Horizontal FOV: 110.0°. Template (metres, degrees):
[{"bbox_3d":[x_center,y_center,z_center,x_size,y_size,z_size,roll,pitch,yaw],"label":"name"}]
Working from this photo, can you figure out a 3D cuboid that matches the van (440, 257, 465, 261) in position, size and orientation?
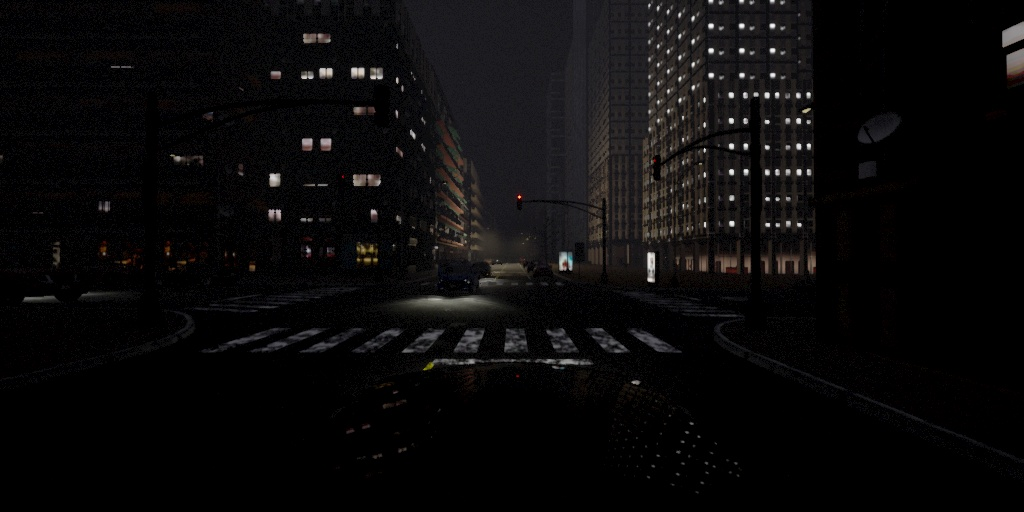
[{"bbox_3d":[-5.616,1.098,32.528,1.690,1.789,3.998,0,0,0],"label":"van"}]

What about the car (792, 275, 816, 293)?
[{"bbox_3d":[19.441,1.641,21.698,4.403,1.370,2.007,0,0,0],"label":"car"}]

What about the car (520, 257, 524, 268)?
[{"bbox_3d":[2.831,1.213,60.145,1.967,1.591,4.097,0,0,0],"label":"car"}]

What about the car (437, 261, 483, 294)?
[{"bbox_3d":[-2.955,1.236,20.500,1.882,1.535,5.008,0,0,0],"label":"car"}]

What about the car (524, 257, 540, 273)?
[{"bbox_3d":[2.792,1.202,43.563,1.967,1.591,4.097,0,0,0],"label":"car"}]

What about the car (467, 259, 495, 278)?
[{"bbox_3d":[-2.923,1.301,33.718,1.837,1.490,4.892,0,0,0],"label":"car"}]

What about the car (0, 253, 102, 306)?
[{"bbox_3d":[-18.745,0.782,13.005,5.009,1.841,2.192,0,0,0],"label":"car"}]

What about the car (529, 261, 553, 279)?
[{"bbox_3d":[2.766,1.339,32.507,1.802,1.307,4.207,0,0,0],"label":"car"}]

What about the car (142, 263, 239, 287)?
[{"bbox_3d":[-18.747,1.101,21.386,4.313,1.339,1.948,0,0,0],"label":"car"}]

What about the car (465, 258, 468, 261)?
[{"bbox_3d":[-5.602,1.075,38.056,2.192,1.841,5.009,0,0,0],"label":"car"}]

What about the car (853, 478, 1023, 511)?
[{"bbox_3d":[2.688,1.316,0.102,1.948,1.339,4.313,0,0,0],"label":"car"}]

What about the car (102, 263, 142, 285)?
[{"bbox_3d":[-24.317,1.037,21.359,4.207,1.307,1.802,0,0,0],"label":"car"}]
